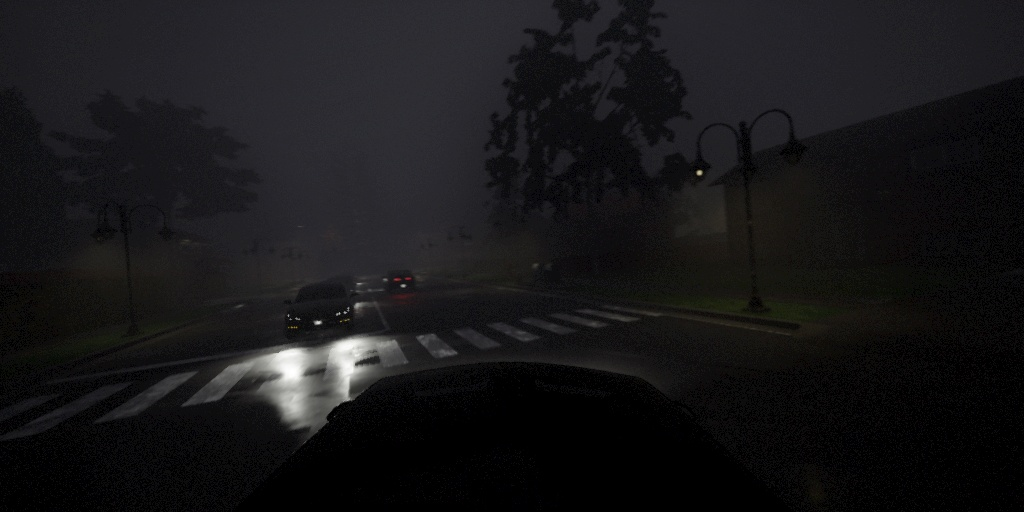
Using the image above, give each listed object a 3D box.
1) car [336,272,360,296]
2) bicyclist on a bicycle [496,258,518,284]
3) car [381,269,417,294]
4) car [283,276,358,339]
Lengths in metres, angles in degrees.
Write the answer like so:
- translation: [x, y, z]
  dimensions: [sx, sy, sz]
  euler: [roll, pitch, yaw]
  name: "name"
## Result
- translation: [-10.514, 1.969, 21.845]
  dimensions: [2.033, 1.411, 5.357]
  euler: [-5, 0, -23]
  name: "car"
- translation: [-0.310, 0.936, 22.946]
  dimensions: [1.656, 1.620, 0.582]
  euler: [-4, 0, -23]
  name: "bicyclist on a bicycle"
- translation: [-7.912, 1.703, 25.122]
  dimensions: [1.837, 1.490, 4.892]
  euler: [-5, 0, -23]
  name: "car"
- translation: [-6.421, 1.684, 12.312]
  dimensions: [1.837, 1.490, 4.892]
  euler: [-5, 1, -23]
  name: "car"
